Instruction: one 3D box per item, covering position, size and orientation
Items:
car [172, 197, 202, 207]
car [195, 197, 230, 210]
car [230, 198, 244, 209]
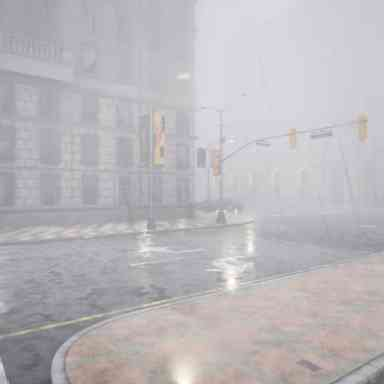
[{"bbox_3d":[-0.828,1.547,52.610,2.033,1.411,5.357,0,0,-35],"label":"car"},{"bbox_3d":[2.298,1.564,42.232,1.994,1.385,4.181,0,0,-36],"label":"car"},{"bbox_3d":[4.859,1.505,44.665,1.837,1.490,4.892,0,0,-36],"label":"car"}]
